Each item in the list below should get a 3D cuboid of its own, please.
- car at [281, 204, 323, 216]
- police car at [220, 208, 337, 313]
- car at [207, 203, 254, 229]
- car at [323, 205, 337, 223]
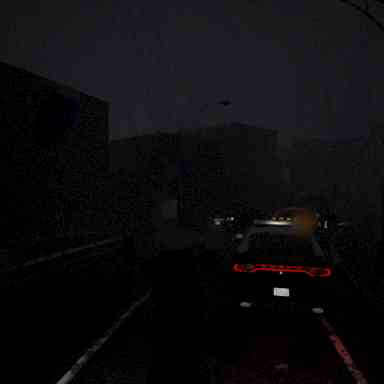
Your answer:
[{"bbox_3d":[5.182,1.493,16.610,1.882,1.535,5.008,1,0,26],"label":"car"},{"bbox_3d":[2.045,1.428,7.940,1.930,1.638,5.238,0,0,13],"label":"police car"},{"bbox_3d":[2.651,1.471,20.607,2.128,1.511,4.902,1,0,30],"label":"car"},{"bbox_3d":[8.024,1.537,21.441,1.837,1.490,4.892,1,0,34],"label":"car"}]
